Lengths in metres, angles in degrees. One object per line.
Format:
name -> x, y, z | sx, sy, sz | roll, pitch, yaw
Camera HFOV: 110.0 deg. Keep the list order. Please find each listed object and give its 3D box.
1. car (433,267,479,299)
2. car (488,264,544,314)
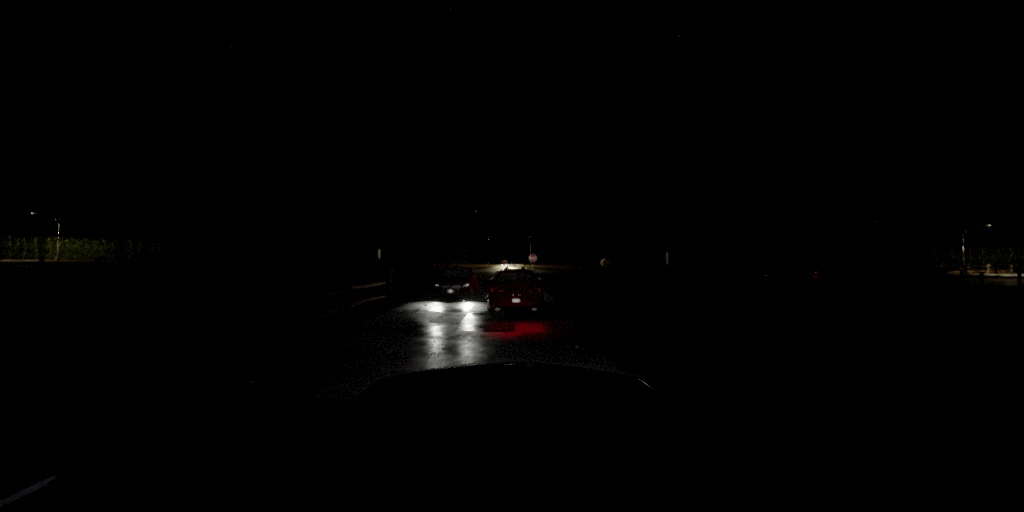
car -> -2.752, 1.320, 18.445 | 1.812, 1.442, 4.674 | 0, 0, 0
car -> 0.147, 1.259, 13.897 | 1.882, 1.535, 5.008 | 0, 0, 0
